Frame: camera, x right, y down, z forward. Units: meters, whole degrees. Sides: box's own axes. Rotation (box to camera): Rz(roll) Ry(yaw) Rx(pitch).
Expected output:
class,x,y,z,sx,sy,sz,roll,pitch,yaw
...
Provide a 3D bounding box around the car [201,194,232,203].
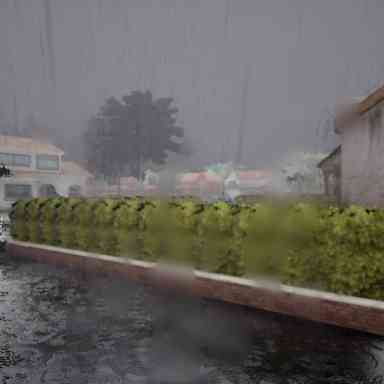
class,x,y,z,sx,sy,sz,roll,pitch,yaw
car,3.385,1.266,45.351,2.150,2.045,5.566,0,0,36
